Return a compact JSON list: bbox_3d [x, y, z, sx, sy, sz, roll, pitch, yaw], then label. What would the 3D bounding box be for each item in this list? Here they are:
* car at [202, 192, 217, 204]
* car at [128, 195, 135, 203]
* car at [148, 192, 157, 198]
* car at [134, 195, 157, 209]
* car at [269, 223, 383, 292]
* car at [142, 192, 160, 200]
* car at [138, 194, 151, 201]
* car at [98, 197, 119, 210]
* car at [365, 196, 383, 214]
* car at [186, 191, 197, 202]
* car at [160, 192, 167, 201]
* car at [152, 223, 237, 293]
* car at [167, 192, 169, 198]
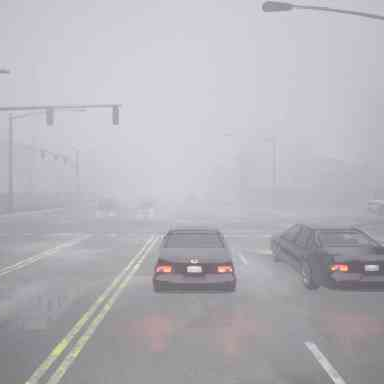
[{"bbox_3d":[3.415,1.040,61.629,2.150,2.045,5.566,0,1,0],"label":"car"},{"bbox_3d":[-10.746,1.329,62.882,1.812,1.442,4.674,0,1,0],"label":"car"},{"bbox_3d":[-10.776,0.811,90.699,1.837,1.490,4.892,0,1,0],"label":"car"},{"bbox_3d":[-6.246,1.473,44.310,1.837,1.490,4.892,-1,0,-14],"label":"car"},{"bbox_3d":[3.552,1.547,9.079,2.033,1.411,5.357,0,0,0],"label":"car"},{"bbox_3d":[-7.254,1.328,58.779,1.882,1.535,5.008,0,1,0],"label":"car"},{"bbox_3d":[-10.729,1.165,75.347,2.033,1.411,5.357,0,1,0],"label":"car"},{"bbox_3d":[-10.731,1.450,43.048,1.882,1.535,5.008,0,0,0],"label":"car"},{"bbox_3d":[21.317,1.222,35.135,5.566,2.045,2.150,0,0,-2],"label":"car"},{"bbox_3d":[-0.101,1.117,66.214,2.097,1.767,4.553,0,1,0],"label":"car"},{"bbox_3d":[-7.224,1.209,73.558,1.994,1.385,4.181,0,1,0],"label":"car"},{"bbox_3d":[0.052,1.547,8.970,2.033,1.411,5.357,0,0,0],"label":"car"},{"bbox_3d":[-7.269,0.723,88.408,2.097,1.767,4.553,0,1,0],"label":"car"}]
